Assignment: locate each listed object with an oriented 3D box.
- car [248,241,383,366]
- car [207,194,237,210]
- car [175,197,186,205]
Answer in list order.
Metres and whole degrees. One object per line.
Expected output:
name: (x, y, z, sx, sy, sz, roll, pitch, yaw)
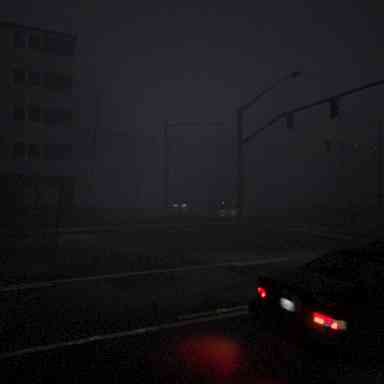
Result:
car: (3.558, 1.551, 5.466, 5.357, 1.411, 2.033, 0, 0, -24)
car: (3.801, 1.382, 44.356, 2.097, 1.767, 4.553, 0, 0, -25)
car: (-2.046, 1.563, 60.861, 1.812, 1.442, 4.674, 0, 0, -3)
